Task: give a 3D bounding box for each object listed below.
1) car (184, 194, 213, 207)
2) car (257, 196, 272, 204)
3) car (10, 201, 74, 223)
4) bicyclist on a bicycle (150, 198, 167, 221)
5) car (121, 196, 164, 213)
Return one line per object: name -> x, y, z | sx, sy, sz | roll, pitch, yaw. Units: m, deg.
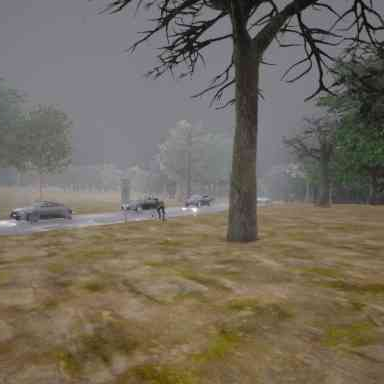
car -> 0.875, 1.057, 40.921 | 1.837, 1.490, 4.892 | 1, 1, 31
car -> 12.177, 1.284, 55.804 | 1.895, 1.301, 4.718 | 1, 0, 23
car -> -10.658, 1.350, 23.825 | 1.994, 1.385, 4.181 | 2, 2, 37
bicyclist on a bicycle -> -2.451, 1.288, 24.053 | 1.656, 1.620, 0.582 | 0, 0, 36
car -> -4.677, 1.147, 32.150 | 2.128, 1.511, 4.902 | 2, 2, 34
